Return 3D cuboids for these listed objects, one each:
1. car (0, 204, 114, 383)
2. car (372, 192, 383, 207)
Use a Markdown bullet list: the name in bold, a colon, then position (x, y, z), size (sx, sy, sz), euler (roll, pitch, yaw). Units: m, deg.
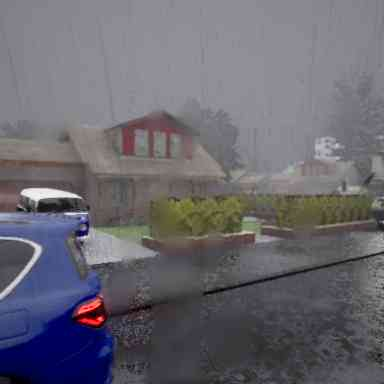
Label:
- **car**: position (-3.333, 1.228, 2.213), size (5.566, 2.045, 2.150), euler (0, 0, -35)
- **car**: position (23.996, 0.819, 40.958), size (3.866, 1.878, 1.905), euler (0, 0, 0)
